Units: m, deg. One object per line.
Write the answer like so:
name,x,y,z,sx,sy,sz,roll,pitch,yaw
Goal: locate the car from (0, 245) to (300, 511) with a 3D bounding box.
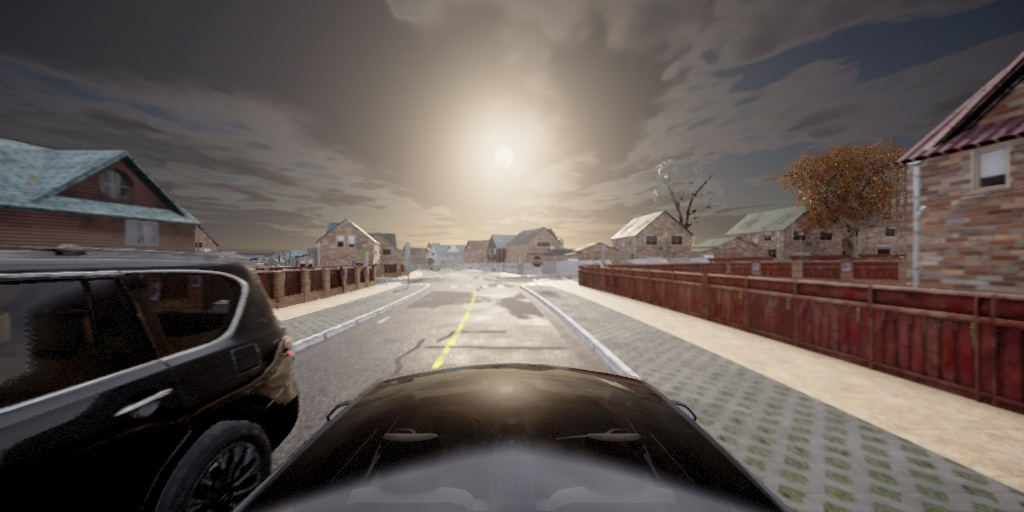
car,-2.873,0.961,0.776,2.150,2.045,5.566,0,-1,0
